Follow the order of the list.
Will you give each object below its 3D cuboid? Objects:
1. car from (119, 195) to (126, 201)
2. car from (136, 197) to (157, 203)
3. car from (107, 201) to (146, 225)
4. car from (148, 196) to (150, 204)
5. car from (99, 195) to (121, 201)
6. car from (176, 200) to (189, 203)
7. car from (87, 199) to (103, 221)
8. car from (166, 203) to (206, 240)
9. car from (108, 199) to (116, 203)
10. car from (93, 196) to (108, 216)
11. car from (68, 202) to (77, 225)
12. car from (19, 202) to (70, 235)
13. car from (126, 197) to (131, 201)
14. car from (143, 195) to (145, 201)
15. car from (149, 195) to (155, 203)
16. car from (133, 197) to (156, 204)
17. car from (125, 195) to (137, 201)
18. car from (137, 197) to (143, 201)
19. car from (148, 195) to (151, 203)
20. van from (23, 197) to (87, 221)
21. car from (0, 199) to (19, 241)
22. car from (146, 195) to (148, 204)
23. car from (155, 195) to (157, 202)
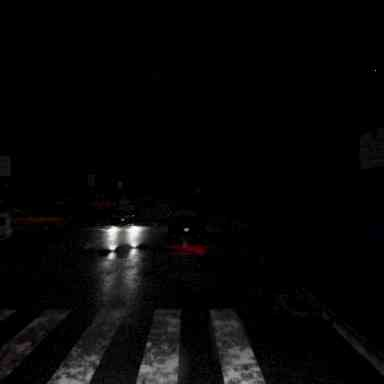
[{"bbox_3d":[-10.562,1.558,39.129,4.553,1.767,2.185,0,0,-22],"label":"car"},{"bbox_3d":[-12.670,2.150,93.055,5.366,1.575,1.946,0,0,-22],"label":"car"},{"bbox_3d":[-4.830,1.657,25.114,1.812,1.442,4.674,0,0,-2],"label":"car"},{"bbox_3d":[-11.462,1.928,66.139,4.792,1.488,2.163,0,-1,-22],"label":"car"},{"bbox_3d":[-10.463,1.539,36.130,4.553,1.767,2.185,0,0,-22],"label":"car"},{"bbox_3d":[-1.087,1.731,38.046,1.837,1.490,4.892,0,0,-2],"label":"car"},{"bbox_3d":[-10.181,1.609,27.113,5.008,1.535,2.097,0,0,-22],"label":"car"},{"bbox_3d":[-0.331,1.580,17.611,1.882,1.535,5.008,0,0,-2],"label":"car"},{"bbox_3d":[-10.395,1.686,33.120,4.674,1.452,2.002,0,-1,-22],"label":"car"},{"bbox_3d":[-10.325,1.502,30.114,4.553,1.767,2.185,0,-1,-22],"label":"car"},{"bbox_3d":[-9.981,1.614,21.114,4.674,1.452,2.002,0,-1,-22],"label":"car"},{"bbox_3d":[-9.694,1.551,18.181,5.366,1.575,1.946,0,-1,-22],"label":"car"},{"bbox_3d":[-10.668,1.734,42.140,4.792,1.488,2.163,0,-1,-22],"label":"car"},{"bbox_3d":[-11.076,1.544,54.152,5.566,2.045,2.435,-1,-1,-22],"label":"car"},{"bbox_3d":[-11.924,2.016,78.122,4.892,1.521,2.231,0,-1,-22],"label":"car"},{"bbox_3d":[-11.971,2.069,84.190,5.366,1.575,1.946,0,-1,-22],"label":"car"},{"bbox_3d":[-10.768,1.474,45.140,5.566,2.045,2.435,0,-1,-22],"label":"car"},{"bbox_3d":[-10.817,1.767,51.199,5.366,1.575,1.946,0,-1,-22],"label":"car"},{"bbox_3d":[-11.595,1.968,69.127,4.674,1.452,2.002,0,-1,-22],"label":"car"},{"bbox_3d":[-10.192,1.367,24.067,4.442,1.987,1.878,0,0,-22],"label":"van"},{"bbox_3d":[-9.665,1.269,12.087,5.566,2.045,2.435,0,0,-22],"label":"car"},{"bbox_3d":[-11.418,1.747,63.120,4.553,1.767,2.185,0,-1,-22],"label":"car"},{"bbox_3d":[-11.856,2.040,81.191,5.366,1.575,1.946,0,-1,-22],"label":"car"}]
